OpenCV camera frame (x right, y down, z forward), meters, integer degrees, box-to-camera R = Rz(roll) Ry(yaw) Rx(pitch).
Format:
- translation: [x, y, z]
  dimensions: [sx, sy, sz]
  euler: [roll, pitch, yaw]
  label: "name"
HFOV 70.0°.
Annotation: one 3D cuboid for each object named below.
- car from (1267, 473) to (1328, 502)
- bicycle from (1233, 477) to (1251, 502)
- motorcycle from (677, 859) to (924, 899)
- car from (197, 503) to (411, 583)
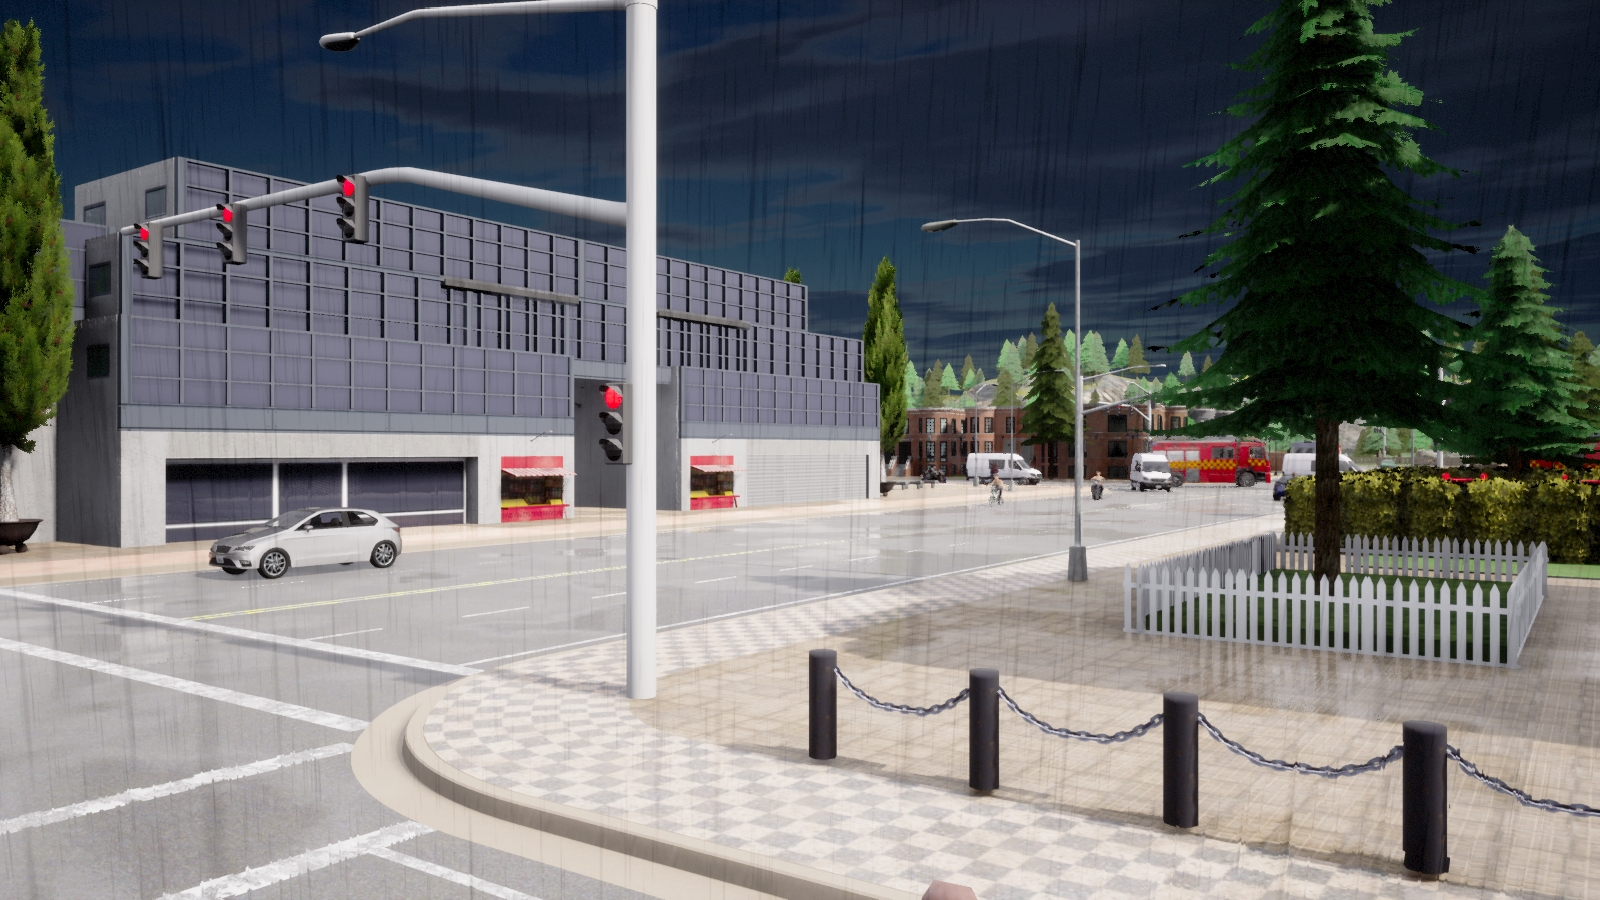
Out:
- translation: [27.765, 2.063, 63.661]
  dimensions: [2.163, 1.488, 4.792]
  euler: [0, 0, 35]
  label: "car"
- translation: [24.334, 2.158, 62.852]
  dimensions: [0.859, 1.276, 1.487]
  euler: [0, 0, 23]
  label: "bicycle"
- translation: [0.509, 2.205, 3.428]
  dimensions: [2.209, 1.251, 0.867]
  euler: [0, 0, 35]
  label: "motorcycle"
- translation: [-11.323, 2.066, 26.349]
  dimensions: [1.816, 1.474, 4.193]
  euler: [0, 0, 35]
  label: "car"
